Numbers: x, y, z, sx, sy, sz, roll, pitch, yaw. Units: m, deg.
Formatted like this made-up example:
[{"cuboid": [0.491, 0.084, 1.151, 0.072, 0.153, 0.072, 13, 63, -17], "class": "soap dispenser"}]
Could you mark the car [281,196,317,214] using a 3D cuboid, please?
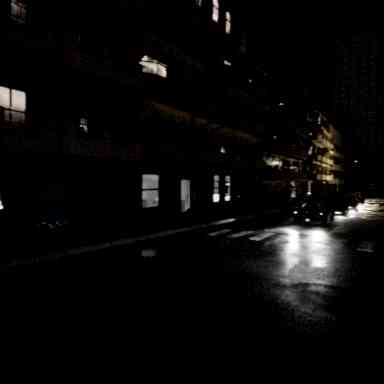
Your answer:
[{"cuboid": [8.657, 1.116, 27.605, 2.008, 1.369, 4.403, 1, 1, 31], "class": "car"}]

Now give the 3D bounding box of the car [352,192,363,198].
[{"cuboid": [39.816, 0.595, 79.819, 2.008, 1.369, 4.403, 1, 1, 31], "class": "car"}]

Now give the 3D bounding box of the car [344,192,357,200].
[{"cuboid": [31.318, 0.763, 65.580, 1.802, 1.307, 4.206, 1, 1, 31], "class": "car"}]

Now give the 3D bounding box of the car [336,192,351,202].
[{"cuboid": [25.566, 0.801, 55.939, 1.752, 1.417, 4.829, 1, 1, 31], "class": "car"}]

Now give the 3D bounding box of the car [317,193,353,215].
[{"cuboid": [12.635, 1.104, 29.195, 1.837, 1.490, 4.892, 2, 1, 31], "class": "car"}]

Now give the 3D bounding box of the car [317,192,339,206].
[{"cuboid": [17.156, 0.858, 41.844, 1.967, 1.590, 4.097, 1, 1, 31], "class": "car"}]

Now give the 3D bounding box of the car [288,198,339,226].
[{"cuboid": [7.846, 1.284, 21.182, 1.895, 1.301, 4.718, 2, 1, 31], "class": "car"}]

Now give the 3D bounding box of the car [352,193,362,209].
[{"cuboid": [17.433, 1.118, 37.206, 1.895, 1.301, 4.718, 2, 1, 31], "class": "car"}]

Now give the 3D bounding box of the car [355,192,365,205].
[{"cuboid": [22.682, 1.031, 45.865, 1.895, 1.301, 4.718, 2, 1, 31], "class": "car"}]

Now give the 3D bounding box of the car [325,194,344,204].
[{"cuboid": [19.987, 0.952, 46.593, 1.802, 1.307, 4.206, 1, 1, 31], "class": "car"}]

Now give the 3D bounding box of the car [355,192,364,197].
[{"cuboid": [42.649, 0.581, 84.566, 1.802, 1.307, 4.206, 1, 1, 31], "class": "car"}]

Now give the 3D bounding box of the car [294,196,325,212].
[{"cuboid": [11.489, 1.082, 32.352, 1.947, 1.339, 4.313, 1, 1, 31], "class": "car"}]
